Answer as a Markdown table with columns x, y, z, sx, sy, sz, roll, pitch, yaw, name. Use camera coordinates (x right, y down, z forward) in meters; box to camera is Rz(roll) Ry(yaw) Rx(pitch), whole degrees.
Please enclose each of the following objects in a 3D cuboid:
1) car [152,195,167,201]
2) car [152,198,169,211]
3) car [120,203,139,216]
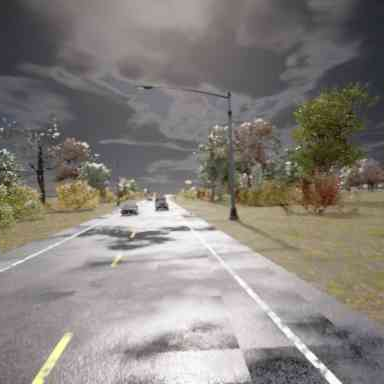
| x | y | z | sx | sy | sz | roll | pitch | yaw | name |
| --- | --- | --- | --- | --- | --- | --- | --- | --- | --- |
| -6.004 | 1.648 | 64.468 | 2.150 | 2.045 | 5.566 | -2 | 0 | -5 | car |
| -4.270 | 1.913 | 47.202 | 1.895 | 1.301 | 4.718 | -2 | 0 | -6 | car |
| -7.142 | 1.941 | 38.720 | 2.033 | 1.411 | 5.357 | -2 | 0 | -5 | car |
